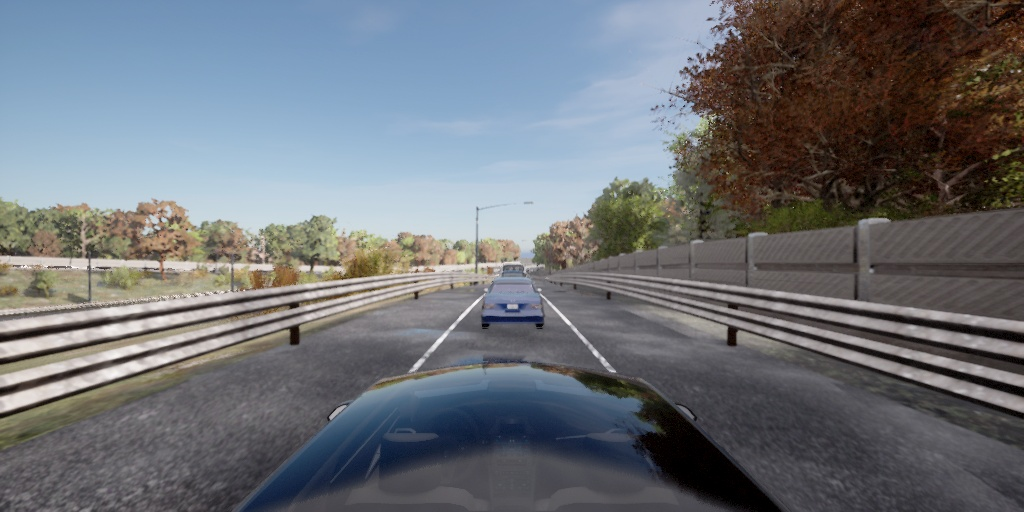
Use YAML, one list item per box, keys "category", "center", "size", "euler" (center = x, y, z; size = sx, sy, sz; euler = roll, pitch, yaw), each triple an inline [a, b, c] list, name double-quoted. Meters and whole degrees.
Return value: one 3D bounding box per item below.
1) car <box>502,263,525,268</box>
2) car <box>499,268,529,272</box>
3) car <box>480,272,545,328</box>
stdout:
- category: "car"
  center: [0.136, 1.635, 28.180]
  size: [2.150, 2.045, 5.566]
  euler: [0, -3, 1]
- category: "car"
  center: [0.055, 1.636, 21.816]
  size: [1.837, 1.490, 4.892]
  euler: [0, -3, 0]
- category: "car"
  center: [0.017, 1.398, 11.764]
  size: [2.033, 1.411, 5.357]
  euler: [0, -1, 0]
